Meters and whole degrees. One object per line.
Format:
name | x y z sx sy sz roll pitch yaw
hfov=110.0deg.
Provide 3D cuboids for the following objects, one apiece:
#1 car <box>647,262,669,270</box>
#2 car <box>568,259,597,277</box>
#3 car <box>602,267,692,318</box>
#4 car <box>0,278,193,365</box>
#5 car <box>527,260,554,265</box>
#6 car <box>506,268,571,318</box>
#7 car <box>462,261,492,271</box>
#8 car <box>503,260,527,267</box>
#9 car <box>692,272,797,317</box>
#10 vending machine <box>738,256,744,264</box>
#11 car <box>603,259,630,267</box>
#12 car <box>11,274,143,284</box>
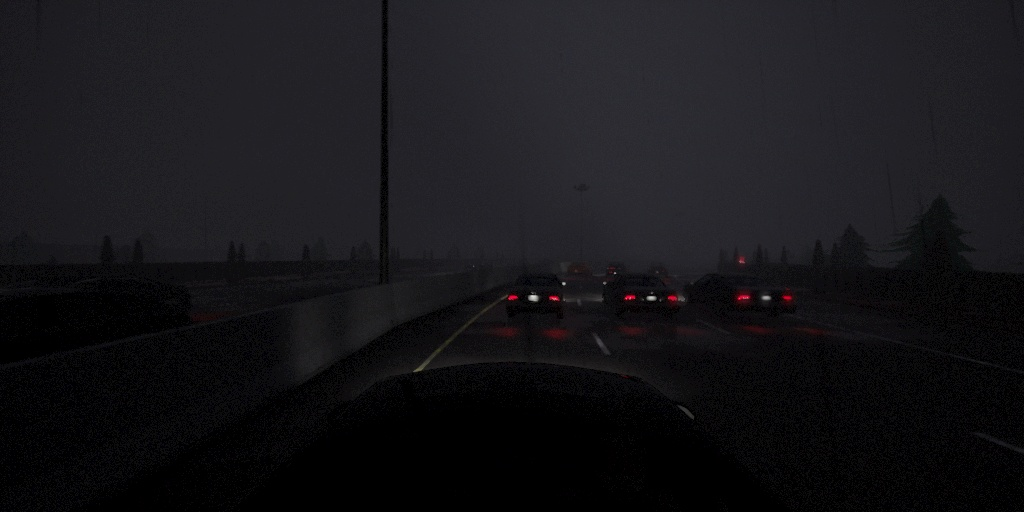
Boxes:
car | 14.265 1.291 35.101 1.812 1.442 4.674 0 0 23
car | 6.782 1.214 35.272 1.882 1.535 5.008 0 0 21
car | 4.489 1.301 13.151 2.033 1.411 5.357 0 0 8
car | -6.884 1.225 4.566 1.837 1.490 4.892 0 0 2
car | 4.117 1.218 46.759 1.837 1.490 4.892 0 0 28
car | 0.952 1.288 13.013 2.033 1.411 5.357 0 0 7
car | -4.365 1.282 45.322 1.895 1.301 4.718 0 0 25
car | 0.665 1.245 47.825 2.033 1.411 5.357 0 0 27
car | 8.041 1.315 13.301 2.033 1.411 5.357 0 0 8
vending machine | 30.801 1.007 48.412 1.100 2.100 0.880 0 0 37
car | 9.984 1.255 33.835 1.837 1.490 4.892 0 0 21
car | -10.204 1.195 8.183 2.128 1.511 4.902 0 0 5
